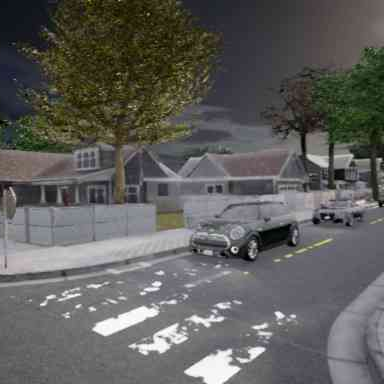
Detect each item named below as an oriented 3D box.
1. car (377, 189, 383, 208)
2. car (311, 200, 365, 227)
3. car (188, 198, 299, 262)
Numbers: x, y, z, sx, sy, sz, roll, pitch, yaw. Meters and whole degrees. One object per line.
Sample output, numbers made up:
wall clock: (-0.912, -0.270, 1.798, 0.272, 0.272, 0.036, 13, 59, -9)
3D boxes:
car: (19.780, 0.418, 32.409, 2.150, 2.045, 5.566, 0, 1, 41)
car: (8.480, 1.138, 19.208, 1.994, 1.385, 4.181, 0, 1, 41)
car: (1.914, 1.149, 11.522, 2.097, 1.767, 4.553, 0, 1, 40)
